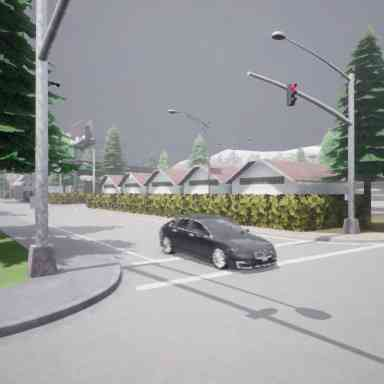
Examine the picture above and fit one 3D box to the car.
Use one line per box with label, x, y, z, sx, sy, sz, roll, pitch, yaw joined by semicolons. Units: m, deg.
car;0.636;1.588;11.318;1.837;1.490;4.892;0;1;-36
